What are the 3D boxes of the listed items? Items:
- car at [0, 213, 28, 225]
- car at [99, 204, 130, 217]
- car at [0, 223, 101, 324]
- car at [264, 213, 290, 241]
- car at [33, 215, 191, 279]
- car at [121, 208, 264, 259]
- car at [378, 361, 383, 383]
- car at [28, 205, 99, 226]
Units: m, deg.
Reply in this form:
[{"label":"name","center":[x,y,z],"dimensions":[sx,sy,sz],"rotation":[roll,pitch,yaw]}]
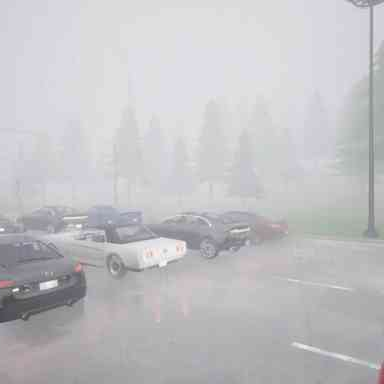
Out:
[{"label":"car","center":[-9.693,1.564,15.187],"dimensions":[4.181,1.385,1.994],"rotation":[0,0,36]},{"label":"car","center":[-5.292,1.478,20.649],"dimensions":[5.008,1.535,1.882],"rotation":[0,0,36]},{"label":"car","center":[-4.097,1.564,6.871],"dimensions":[4.181,1.385,1.994],"rotation":[0,0,35]},{"label":"car","center":[2.113,1.526,15.349],"dimensions":[4.674,1.442,1.812],"rotation":[0,0,36]},{"label":"car","center":[-2.568,1.601,10.090],"dimensions":[4.718,1.301,1.895],"rotation":[0,0,36]},{"label":"car","center":[-0.092,1.491,12.624],"dimensions":[4.902,1.511,2.128],"rotation":[0,0,36]},{"label":"car","center":[3.816,1.224,1.152],"dimensions":[5.566,2.045,2.150],"rotation":[0,0,37]},{"label":"car","center":[-7.620,1.492,18.008],"dimensions":[4.902,1.511,2.128],"rotation":[0,0,36]}]
